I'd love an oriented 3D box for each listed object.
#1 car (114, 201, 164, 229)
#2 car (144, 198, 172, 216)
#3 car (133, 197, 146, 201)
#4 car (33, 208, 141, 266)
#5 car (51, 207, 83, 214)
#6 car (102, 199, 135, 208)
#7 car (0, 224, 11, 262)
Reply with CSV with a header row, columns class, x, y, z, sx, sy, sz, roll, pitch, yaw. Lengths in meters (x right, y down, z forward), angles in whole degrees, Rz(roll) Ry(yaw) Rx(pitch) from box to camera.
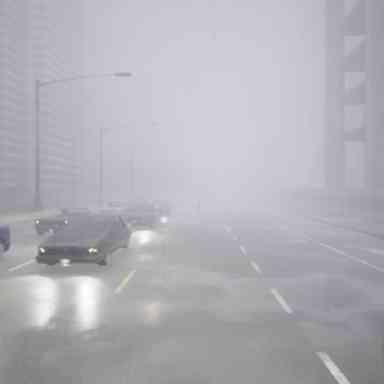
class,x,y,z,sx,sy,sz,roll,pitch,yaw
car,-3.178,1.490,20.977,1.994,1.385,4.181,0,0,3
car,-2.941,1.456,30.936,1.994,1.385,4.181,0,0,2
car,-6.207,1.355,39.118,2.128,1.511,4.902,0,0,2
car,-3.415,1.506,11.746,2.033,1.411,5.357,0,0,1
car,-6.761,1.535,18.315,1.895,1.301,4.718,0,0,1
car,-6.513,1.501,28.320,1.895,1.301,4.718,0,0,2
car,-6.972,1.444,8.975,1.882,1.535,5.008,0,0,1
